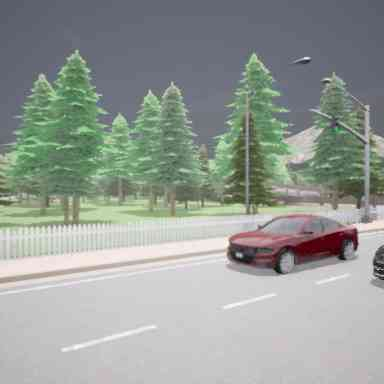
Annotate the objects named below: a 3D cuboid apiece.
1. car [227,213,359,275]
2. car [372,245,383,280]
[{"bbox_3d":[3.345,1.474,10.644,5.008,1.535,1.882,0,0,-35],"label":"car"},{"bbox_3d":[6.598,1.501,8.660,4.892,1.490,1.837,0,0,-35],"label":"car"}]
